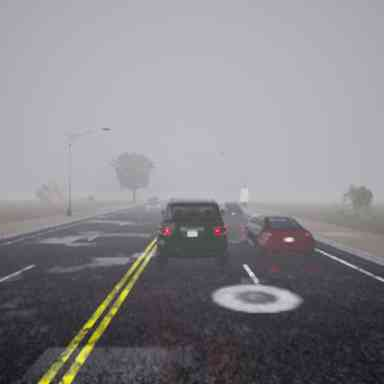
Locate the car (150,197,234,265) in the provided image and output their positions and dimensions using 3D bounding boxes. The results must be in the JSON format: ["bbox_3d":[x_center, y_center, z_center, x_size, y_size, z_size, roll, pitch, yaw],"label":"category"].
[{"bbox_3d":[0.037,1.235,11.823,2.150,2.045,5.566,0,0,1],"label":"car"}]

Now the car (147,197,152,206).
[{"bbox_3d":[-6.527,1.524,57.469,1.882,1.535,5.008,0,0,1],"label":"car"}]

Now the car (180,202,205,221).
[{"bbox_3d":[0.060,1.591,28.039,1.994,1.385,4.181,0,0,1],"label":"car"}]

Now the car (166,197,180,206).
[{"bbox_3d":[-3.275,1.594,57.515,2.033,1.411,5.357,0,0,1],"label":"car"}]

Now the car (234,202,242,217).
[{"bbox_3d":[3.314,1.551,28.618,1.812,1.442,4.674,0,0,1],"label":"car"}]

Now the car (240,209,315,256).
[{"bbox_3d":[3.305,1.578,13.241,1.994,1.385,4.181,0,0,1],"label":"car"}]
